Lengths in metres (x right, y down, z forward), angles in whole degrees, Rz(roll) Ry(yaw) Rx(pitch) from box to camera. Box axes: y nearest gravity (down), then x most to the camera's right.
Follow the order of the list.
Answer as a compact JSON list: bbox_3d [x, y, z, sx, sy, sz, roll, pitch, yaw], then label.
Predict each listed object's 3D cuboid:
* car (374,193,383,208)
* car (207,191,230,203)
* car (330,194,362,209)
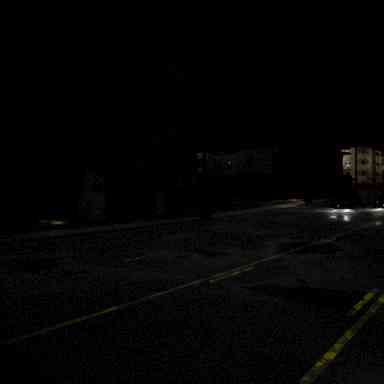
[{"bbox_3d":[19.887,0.800,33.374,2.033,1.411,5.357,0,2,41],"label":"car"},{"bbox_3d":[3.149,0.551,42.939,1.970,1.475,3.806,0,2,41],"label":"car"},{"bbox_3d":[15.865,0.879,34.104,2.033,1.411,5.357,0,2,41],"label":"car"}]
